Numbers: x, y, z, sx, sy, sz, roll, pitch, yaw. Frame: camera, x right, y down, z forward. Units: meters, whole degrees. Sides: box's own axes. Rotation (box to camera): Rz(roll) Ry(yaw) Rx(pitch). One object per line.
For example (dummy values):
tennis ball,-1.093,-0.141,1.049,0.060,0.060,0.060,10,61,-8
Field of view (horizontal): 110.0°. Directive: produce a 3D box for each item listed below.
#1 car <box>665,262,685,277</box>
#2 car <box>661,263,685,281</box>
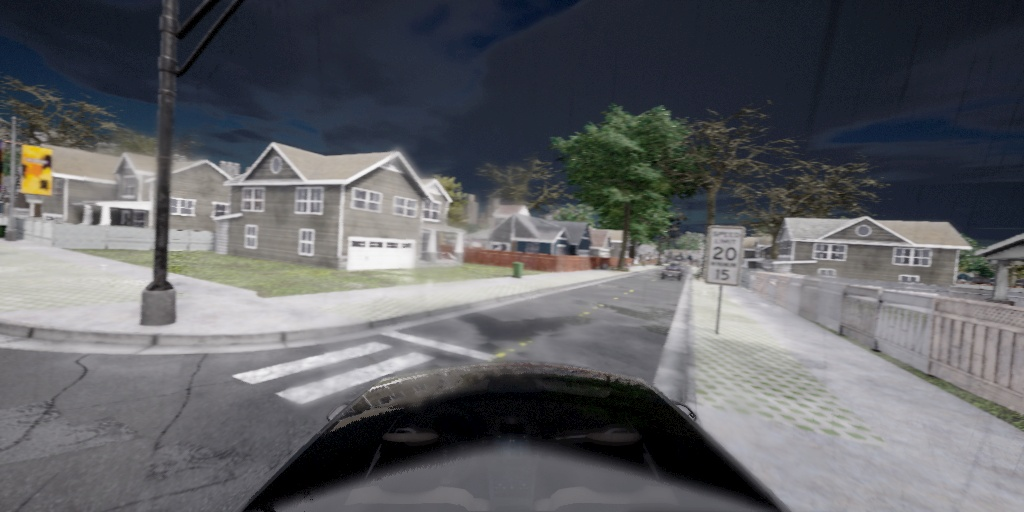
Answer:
car,21.751,1.759,47.648,2.097,1.767,4.553,5,1,27
car,16.895,1.760,37.877,2.128,1.511,4.902,5,2,27
